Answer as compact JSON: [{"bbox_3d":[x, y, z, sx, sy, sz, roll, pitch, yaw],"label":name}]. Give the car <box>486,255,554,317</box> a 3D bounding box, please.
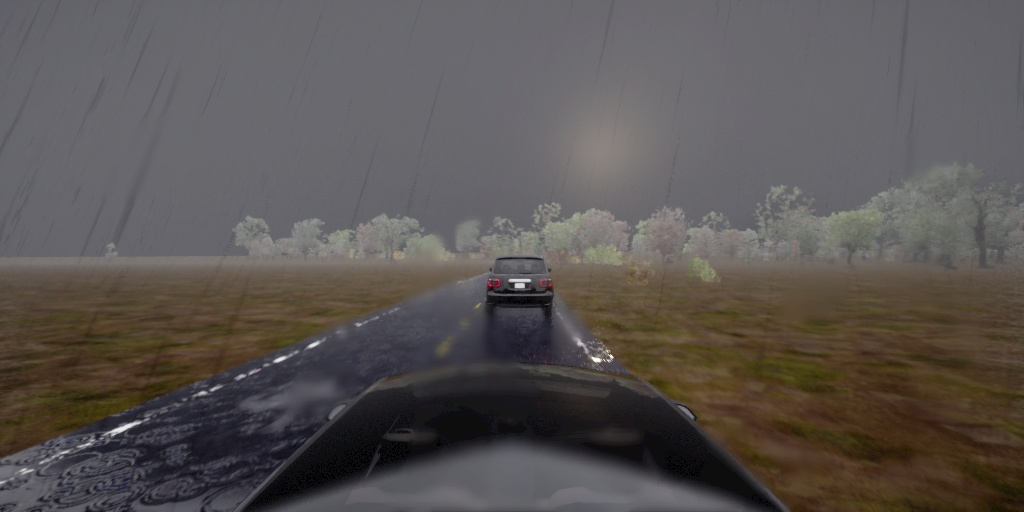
[{"bbox_3d":[0.309,0.971,13.272,2.150,2.045,5.566,0,0,2],"label":"car"}]
